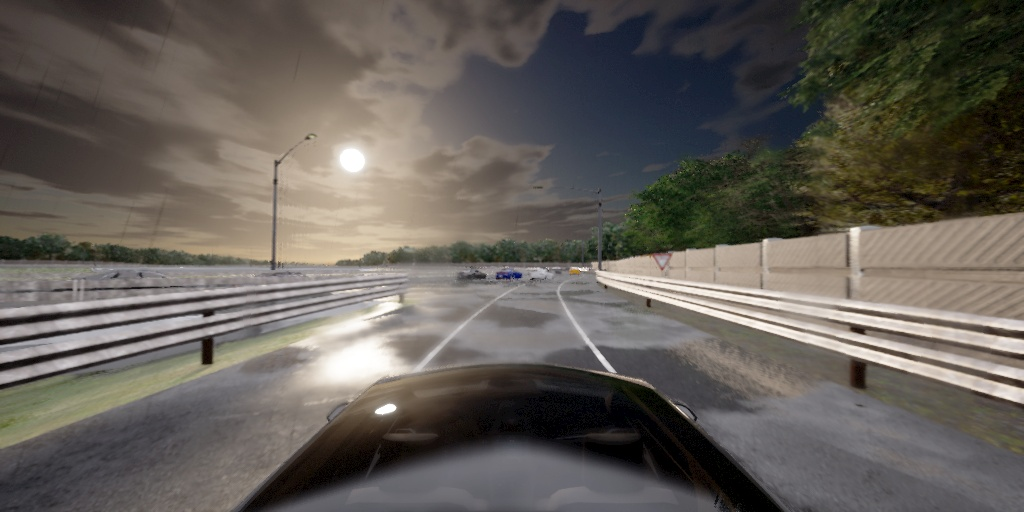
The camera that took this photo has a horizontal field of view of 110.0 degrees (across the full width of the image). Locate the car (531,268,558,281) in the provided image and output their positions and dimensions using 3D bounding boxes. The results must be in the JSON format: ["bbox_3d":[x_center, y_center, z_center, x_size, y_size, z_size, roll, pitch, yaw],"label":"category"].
[{"bbox_3d":[3.826,2.356,44.653,1.812,1.442,4.674,0,-2,25],"label":"car"}]

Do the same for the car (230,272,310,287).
[{"bbox_3d":[-12.414,1.587,19.946,2.033,1.411,5.357,-1,-2,40],"label":"car"}]

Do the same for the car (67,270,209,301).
[{"bbox_3d":[-18.435,1.438,18.009,2.128,1.511,4.902,-1,-2,43],"label":"car"}]

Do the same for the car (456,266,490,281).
[{"bbox_3d":[-4.803,2.258,43.010,1.812,1.442,4.674,0,-2,28],"label":"car"}]

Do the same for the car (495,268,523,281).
[{"bbox_3d":[-0.258,2.268,44.163,1.882,1.535,5.008,0,-2,26],"label":"car"}]
